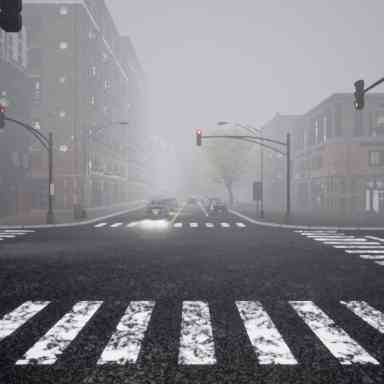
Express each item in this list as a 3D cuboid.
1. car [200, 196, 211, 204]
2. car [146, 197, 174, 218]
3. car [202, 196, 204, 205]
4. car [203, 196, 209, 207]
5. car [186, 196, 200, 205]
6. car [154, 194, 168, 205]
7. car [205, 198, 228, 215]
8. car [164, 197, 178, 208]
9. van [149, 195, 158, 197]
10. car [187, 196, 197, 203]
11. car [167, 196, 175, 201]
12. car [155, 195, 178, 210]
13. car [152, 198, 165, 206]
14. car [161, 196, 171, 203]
[{"bbox_3d":[2.683,1.537,67.811,1.967,1.590,4.097,0,0,0],"label":"car"},{"bbox_3d":[-3.104,1.516,30.840,2.128,1.511,4.902,0,0,0],"label":"car"},{"bbox_3d":[2.685,1.488,45.023,1.967,1.590,4.097,0,0,0],"label":"car"},{"bbox_3d":[2.686,1.479,39.327,1.967,1.590,4.097,0,0,0],"label":"car"},{"bbox_3d":[-0.005,1.643,60.812,1.994,1.385,4.181,0,0,0],"label":"car"},{"bbox_3d":[-5.698,1.397,62.115,2.192,1.841,5.009,0,0,0],"label":"car"},{"bbox_3d":[2.686,1.580,33.630,2.008,1.369,4.403,0,0,0],"label":"car"},{"bbox_3d":[-3.091,1.583,50.386,1.812,1.442,4.674,0,0,0],"label":"car"},{"bbox_3d":[-5.697,1.399,50.721,1.690,1.788,3.998,0,0,0],"label":"van"},{"bbox_3d":[-0.006,1.556,70.819,2.033,1.411,5.357,0,0,0],"label":"car"},{"bbox_3d":[-5.701,1.687,90.429,1.752,1.417,4.829,0,0,0],"label":"car"},{"bbox_3d":[-3.097,1.518,40.288,1.882,1.535,5.008,0,0,0],"label":"car"},{"bbox_3d":[-5.697,1.651,56.418,1.802,1.307,4.206,0,0,0],"label":"car"},{"bbox_3d":[-5.698,1.663,73.508,2.008,1.369,4.403,0,0,0],"label":"car"}]
